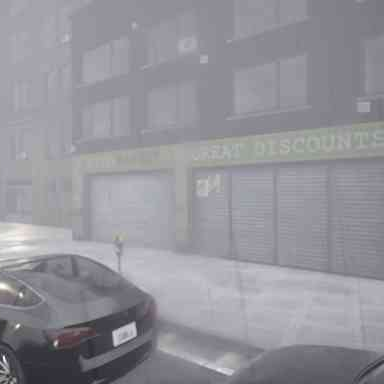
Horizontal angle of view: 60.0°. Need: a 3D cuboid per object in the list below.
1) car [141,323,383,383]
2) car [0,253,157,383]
[{"bbox_3d":[2.077,1.549,1.598,4.403,1.369,2.008,0,0,36],"label":"car"},{"bbox_3d":[-2.418,1.576,4.809,4.313,1.339,1.947,0,0,36],"label":"car"}]
